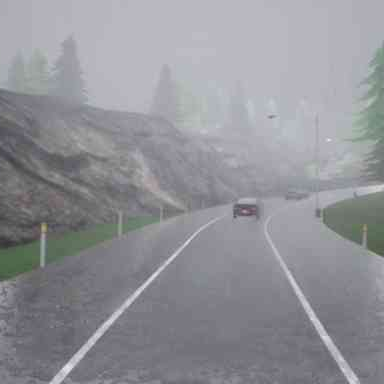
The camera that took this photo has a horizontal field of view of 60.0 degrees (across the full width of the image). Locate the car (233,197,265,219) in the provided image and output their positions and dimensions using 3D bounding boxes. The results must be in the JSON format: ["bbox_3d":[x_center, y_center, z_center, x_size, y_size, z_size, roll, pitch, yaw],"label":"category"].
[{"bbox_3d":[4.332,1.107,25.010,1.882,1.535,5.008,0,2,17],"label":"car"}]

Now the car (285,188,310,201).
[{"bbox_3d":[13.076,0.293,41.172,2.128,1.511,4.902,-1,3,37],"label":"car"}]
